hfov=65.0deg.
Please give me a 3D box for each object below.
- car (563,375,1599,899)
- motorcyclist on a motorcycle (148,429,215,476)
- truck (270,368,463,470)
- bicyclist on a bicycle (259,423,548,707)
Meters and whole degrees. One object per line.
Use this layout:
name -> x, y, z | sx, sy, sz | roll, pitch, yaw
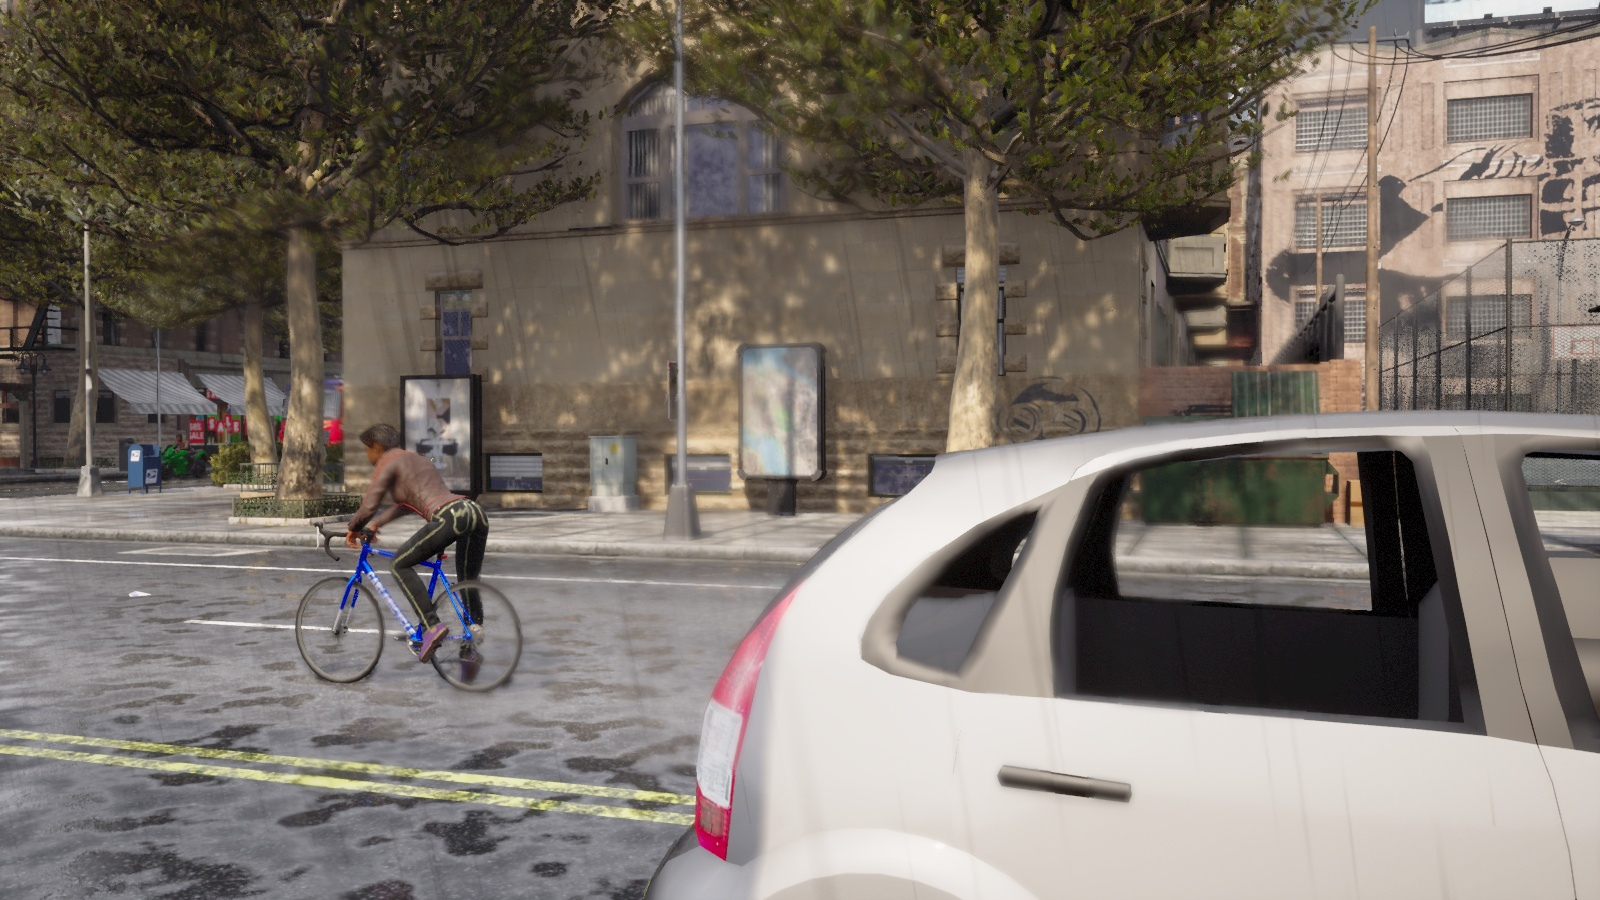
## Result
car -> 1.739, 0.690, 2.607 | 3.988, 1.617, 1.851 | 1, 1, 19
motorcyclist on a motorcycle -> -20.733, 0.056, 42.158 | 0.797, 1.523, 2.044 | 1, 1, 19
truck -> -17.521, -1.230, 51.577 | 2.891, 3.827, 8.468 | 1, 1, 19
bicyclist on a bicycle -> -2.426, 0.647, 7.694 | 1.656, 1.620, 0.582 | 0, 1, 19
